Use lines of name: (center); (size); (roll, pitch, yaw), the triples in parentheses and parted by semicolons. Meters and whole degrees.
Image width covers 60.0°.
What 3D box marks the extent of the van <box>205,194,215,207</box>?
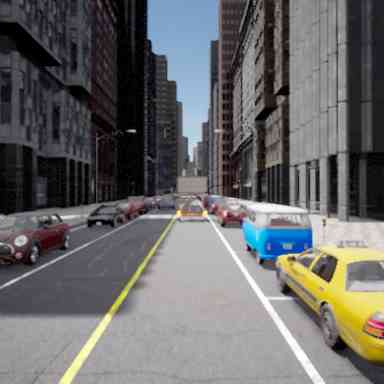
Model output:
van: (2.759, 1.371, 39.674); (1.690, 1.788, 3.998); (0, 0, 0)

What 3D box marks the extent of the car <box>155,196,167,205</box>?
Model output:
car: (-5.771, 1.574, 62.038); (1.752, 1.417, 4.829); (0, 0, 0)

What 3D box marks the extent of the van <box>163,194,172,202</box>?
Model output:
van: (-5.773, 1.404, 79.117); (1.690, 1.788, 3.998); (0, 0, 0)

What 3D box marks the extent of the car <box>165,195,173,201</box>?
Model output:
car: (-5.774, 1.594, 84.583); (1.752, 1.417, 4.829); (0, 0, 0)

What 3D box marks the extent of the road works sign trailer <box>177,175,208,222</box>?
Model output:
road works sign trailer: (0.011, 0.483, 26.126); (2.380, 3.560, 2.880); (0, 0, 0)

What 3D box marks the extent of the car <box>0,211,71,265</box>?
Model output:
car: (-5.761, 1.447, 11.482); (1.967, 1.590, 4.097); (0, 0, 0)

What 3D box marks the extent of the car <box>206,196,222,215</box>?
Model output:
car: (2.760, 1.465, 34.037); (1.967, 1.590, 4.097); (0, 0, 0)

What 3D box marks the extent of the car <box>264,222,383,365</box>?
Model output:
car: (2.764, 1.529, 6.023); (1.752, 1.417, 4.829); (0, 0, 0)

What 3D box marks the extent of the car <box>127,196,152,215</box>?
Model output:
car: (-5.765, 1.340, 34.026); (2.192, 1.841, 5.009); (0, 0, 0)

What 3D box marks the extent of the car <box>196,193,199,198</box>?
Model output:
car: (2.749, 1.619, 90.404); (1.887, 1.381, 4.507); (0, 0, 0)

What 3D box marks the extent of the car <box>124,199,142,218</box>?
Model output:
car: (-5.765, 1.565, 28.390); (1.887, 1.381, 4.507); (0, 0, 0)

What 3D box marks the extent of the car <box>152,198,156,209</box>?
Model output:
car: (-5.767, 1.595, 39.663); (1.947, 1.339, 4.313); (0, 0, 0)

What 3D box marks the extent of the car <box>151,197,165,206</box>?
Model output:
car: (-5.770, 1.594, 56.571); (2.008, 1.369, 4.403); (0, 0, 0)

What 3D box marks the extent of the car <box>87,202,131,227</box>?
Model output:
car: (-5.764, 1.582, 22.753); (1.947, 1.339, 4.313); (0, 0, 0)

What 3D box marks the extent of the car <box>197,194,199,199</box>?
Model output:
car: (2.751, 1.629, 79.131); (1.947, 1.339, 4.313); (0, 0, 0)

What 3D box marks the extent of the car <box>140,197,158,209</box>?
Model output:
car: (-5.767, 1.474, 45.299); (1.967, 1.590, 4.097); (0, 0, 0)

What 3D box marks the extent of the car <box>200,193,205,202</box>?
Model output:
car: (2.757, 1.354, 50.948); (2.192, 1.841, 5.009); (0, 0, 0)

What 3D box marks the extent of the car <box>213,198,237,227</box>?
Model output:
car: (2.762, 1.456, 22.763); (1.967, 1.590, 4.097); (0, 0, 0)

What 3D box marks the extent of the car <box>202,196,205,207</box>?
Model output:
car: (2.757, 1.579, 45.310); (1.887, 1.381, 4.507); (0, 0, 0)

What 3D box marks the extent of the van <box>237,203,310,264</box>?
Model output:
van: (2.764, 1.348, 11.490); (1.690, 1.788, 3.998); (0, 0, 0)

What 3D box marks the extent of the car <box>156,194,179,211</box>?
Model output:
car: (-3.096, 1.382, 41.774); (2.097, 1.767, 4.553); (0, 0, 0)

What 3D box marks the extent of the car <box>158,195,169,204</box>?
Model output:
car: (-5.771, 1.494, 67.844); (1.967, 1.590, 4.097); (0, 0, 0)
